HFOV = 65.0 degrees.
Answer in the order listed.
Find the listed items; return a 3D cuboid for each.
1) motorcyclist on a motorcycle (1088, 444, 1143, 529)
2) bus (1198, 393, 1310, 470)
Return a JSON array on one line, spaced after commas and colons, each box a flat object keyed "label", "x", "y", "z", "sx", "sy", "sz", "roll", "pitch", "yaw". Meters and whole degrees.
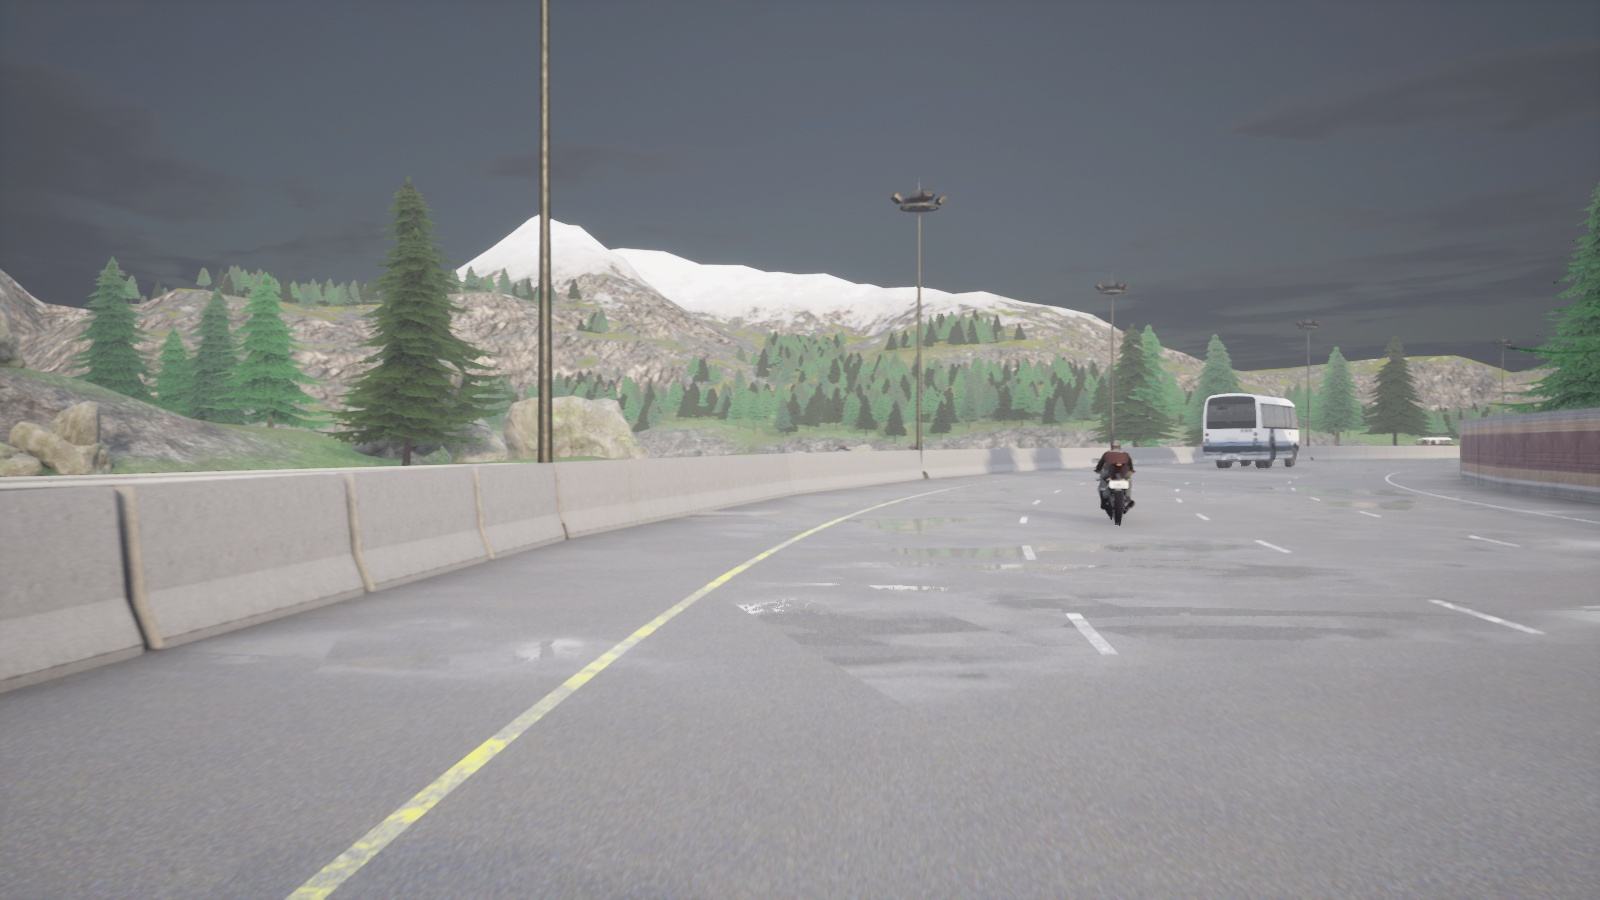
[{"label": "motorcyclist on a motorcycle", "x": 5.983, "y": 0.654, "z": 23.899, "sx": 0.866, "sy": 1.530, "sz": 2.191, "roll": 1, "pitch": 0, "yaw": 11}, {"label": "bus", "x": 27.283, "y": -1.020, "z": 75.070, "sx": 3.944, "sy": 4.253, "sz": 10.273, "roll": 0, "pitch": 0, "yaw": 34}]
